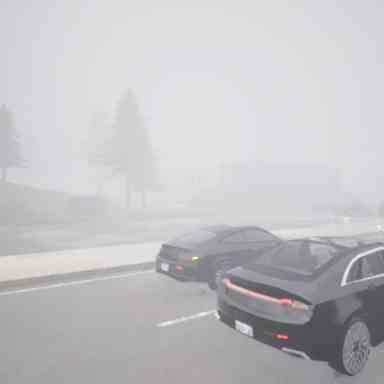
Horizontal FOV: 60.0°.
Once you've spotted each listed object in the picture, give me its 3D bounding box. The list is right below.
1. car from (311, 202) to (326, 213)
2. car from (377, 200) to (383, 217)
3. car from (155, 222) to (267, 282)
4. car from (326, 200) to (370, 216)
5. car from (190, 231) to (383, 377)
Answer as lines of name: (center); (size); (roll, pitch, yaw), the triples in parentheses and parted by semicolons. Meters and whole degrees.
car: (15.528, 1.741, 37.678); (4.718, 1.301, 1.895); (0, 0, -35)
car: (20.372, 1.371, 32.523); (5.566, 2.045, 2.150); (1, 0, -35)
car: (1.251, 1.550, 8.926); (4.674, 1.442, 1.812); (0, 0, -36)
car: (16.221, 1.640, 33.896); (4.892, 1.490, 1.837); (1, 0, -35)
car: (2.626, 1.513, 5.605); (4.902, 1.511, 2.128); (0, 0, -36)
